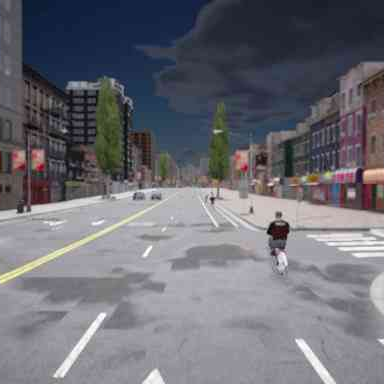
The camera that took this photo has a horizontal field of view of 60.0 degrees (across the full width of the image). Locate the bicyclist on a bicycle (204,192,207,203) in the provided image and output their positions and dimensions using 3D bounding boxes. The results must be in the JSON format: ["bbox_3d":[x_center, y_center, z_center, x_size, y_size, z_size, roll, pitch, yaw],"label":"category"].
[{"bbox_3d":[2.265,0.836,52.219,0.866,1.612,1.509,0,1,0],"label":"bicyclist on a bicycle"}]

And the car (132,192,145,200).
[{"bbox_3d":[-9.754,0.708,61.290,1.837,1.490,4.892,0,1,0],"label":"car"}]

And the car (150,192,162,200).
[{"bbox_3d":[-6.504,0.750,61.290,2.033,1.411,5.357,0,1,0],"label":"car"}]

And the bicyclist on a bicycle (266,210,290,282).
[{"bbox_3d":[2.248,1.348,8.855,0.659,1.776,1.843,0,2,0],"label":"bicyclist on a bicycle"}]

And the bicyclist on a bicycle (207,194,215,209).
[{"bbox_3d":[2.249,1.095,36.655,0.659,1.776,1.843,0,1,0],"label":"bicyclist on a bicycle"}]
